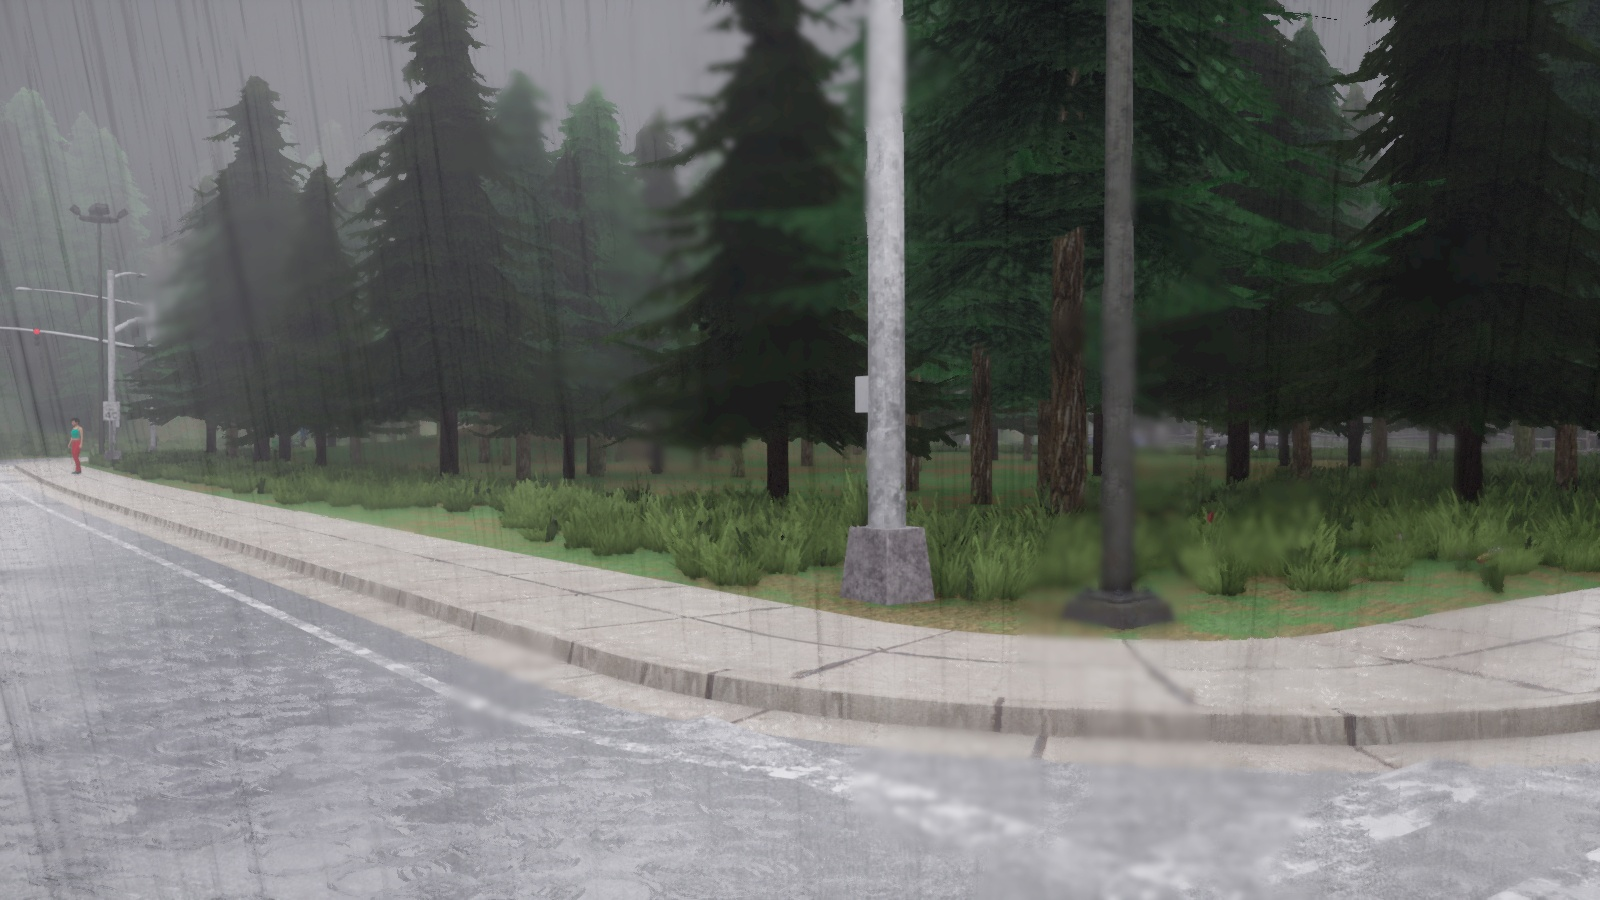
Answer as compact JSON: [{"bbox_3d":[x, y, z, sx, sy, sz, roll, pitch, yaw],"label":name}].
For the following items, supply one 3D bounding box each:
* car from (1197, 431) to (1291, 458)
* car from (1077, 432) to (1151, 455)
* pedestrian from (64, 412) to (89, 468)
[{"bbox_3d":[26.219,-0.359,74.319,2.128,1.511,4.902,0,1,-34],"label":"car"},{"bbox_3d":[20.613,-0.455,82.547,1.812,1.442,4.674,0,1,-35],"label":"car"},{"bbox_3d":[-23.560,-0.328,40.885,0.345,1.836,0.594,1,1,33],"label":"pedestrian"}]
